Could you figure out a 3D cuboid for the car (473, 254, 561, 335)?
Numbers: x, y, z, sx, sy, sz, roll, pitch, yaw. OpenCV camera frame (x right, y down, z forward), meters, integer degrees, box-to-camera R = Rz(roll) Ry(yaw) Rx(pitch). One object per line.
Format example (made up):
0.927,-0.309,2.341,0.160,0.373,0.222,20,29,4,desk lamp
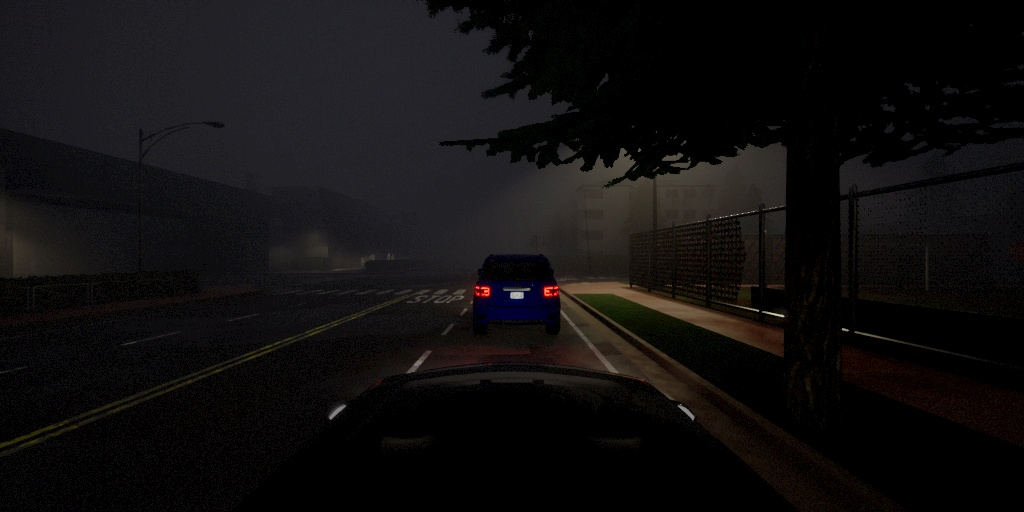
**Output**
0.116,0.972,10.689,2.150,2.045,5.566,0,0,0,car

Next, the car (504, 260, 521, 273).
0.029,1.242,45.564,2.128,1.511,4.902,0,0,0,car
